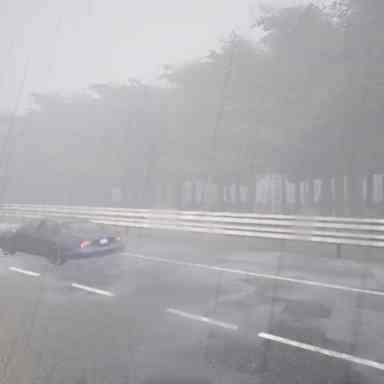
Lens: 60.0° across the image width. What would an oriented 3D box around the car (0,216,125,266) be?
[{"bbox_3d":[-4.724,1.551,11.565,5.357,1.411,2.033,0,0,35],"label":"car"}]
